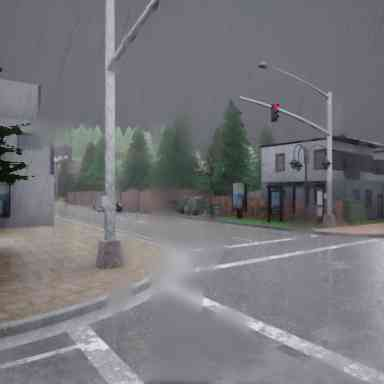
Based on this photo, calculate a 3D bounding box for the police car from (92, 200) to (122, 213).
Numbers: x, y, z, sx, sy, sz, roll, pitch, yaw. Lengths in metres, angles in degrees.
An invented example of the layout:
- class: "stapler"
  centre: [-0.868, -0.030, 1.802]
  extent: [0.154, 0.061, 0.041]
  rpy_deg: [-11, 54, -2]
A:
- class: "police car"
  centre: [-9.449, 1.494, 36.563]
  extent: [2.038, 1.542, 4.974]
  rpy_deg: [0, 0, -34]
